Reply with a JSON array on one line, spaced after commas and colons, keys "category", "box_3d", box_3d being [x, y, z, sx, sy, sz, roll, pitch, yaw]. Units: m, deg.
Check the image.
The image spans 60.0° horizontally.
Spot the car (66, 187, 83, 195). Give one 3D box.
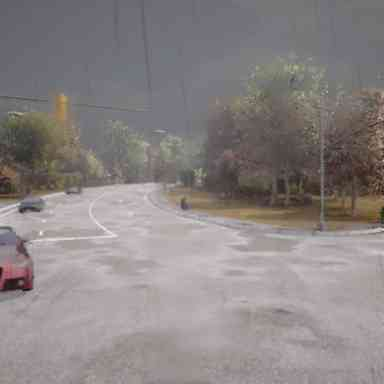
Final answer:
[{"category": "car", "box_3d": [-20.043, -0.221, 56.882, 1.994, 1.385, 4.181, 0, 3, -5]}]

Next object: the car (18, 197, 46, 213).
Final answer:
[{"category": "car", "box_3d": [-15.146, 1.159, 31.749, 2.033, 1.411, 5.357, 0, 2, -17]}]

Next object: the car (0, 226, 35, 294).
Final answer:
[{"category": "car", "box_3d": [-5.127, 1.572, 8.302, 1.994, 1.385, 4.181, 0, 0, -29]}]
